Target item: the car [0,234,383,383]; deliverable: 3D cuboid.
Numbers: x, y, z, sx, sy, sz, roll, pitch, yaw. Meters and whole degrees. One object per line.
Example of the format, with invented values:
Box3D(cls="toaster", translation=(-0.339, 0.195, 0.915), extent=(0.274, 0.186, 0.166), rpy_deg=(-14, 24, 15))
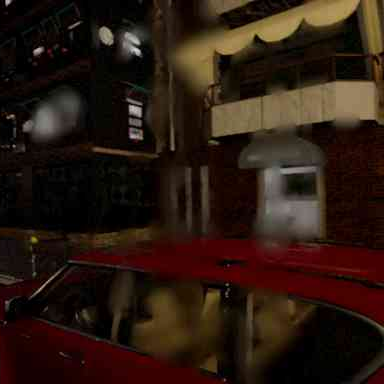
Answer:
Box3D(cls="car", translation=(-0.187, 1.333, 2.984), extent=(5.009, 1.841, 2.192), rpy_deg=(-1, -1, 36))
